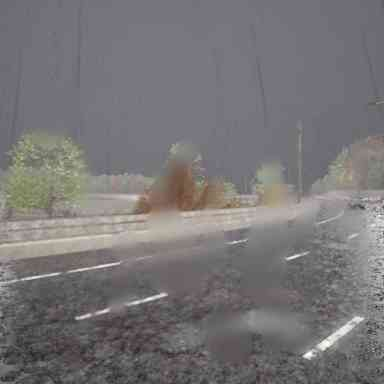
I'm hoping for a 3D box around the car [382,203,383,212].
[{"bbox_3d":[23.332,1.672,38.590,2.128,1.511,4.902,0,0,25],"label":"car"}]

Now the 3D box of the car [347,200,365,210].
[{"bbox_3d":[23.275,1.804,47.303,1.895,1.301,4.718,0,0,20],"label":"car"}]
